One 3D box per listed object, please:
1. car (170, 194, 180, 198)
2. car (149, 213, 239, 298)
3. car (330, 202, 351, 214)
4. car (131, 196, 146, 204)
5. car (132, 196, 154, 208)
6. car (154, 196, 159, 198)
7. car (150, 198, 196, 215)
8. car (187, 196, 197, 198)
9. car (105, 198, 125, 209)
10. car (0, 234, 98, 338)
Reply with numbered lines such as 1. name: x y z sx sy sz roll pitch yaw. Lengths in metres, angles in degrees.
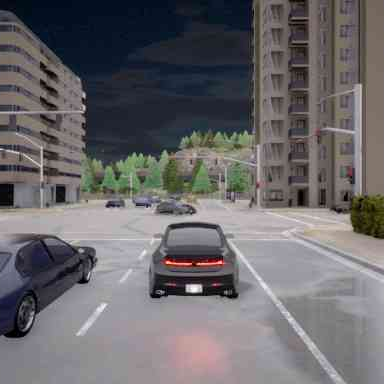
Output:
1. car: -3.618 1.194 72.924 2.097 1.767 4.553 0 0 0
2. car: 0.050 1.505 8.466 1.837 1.490 4.892 0 0 0
3. car: 17.290 1.547 34.599 5.357 1.411 2.033 0 0 0
4. car: -10.634 1.493 65.869 2.128 1.511 4.902 0 0 0
5. car: -7.176 1.478 48.763 1.882 1.535 5.008 0 0 0
6. car: -7.144 1.525 64.682 1.812 1.442 4.674 0 0 0
7. car: -1.599 1.564 31.826 4.181 1.385 1.994 0 0 40
8. car: -0.031 1.477 70.020 1.882 1.535 5.008 0 0 0
9. car: -10.674 1.547 46.606 2.033 1.411 5.357 0 0 0
10. car: -3.460 1.547 6.537 2.033 1.411 5.357 0 0 0
